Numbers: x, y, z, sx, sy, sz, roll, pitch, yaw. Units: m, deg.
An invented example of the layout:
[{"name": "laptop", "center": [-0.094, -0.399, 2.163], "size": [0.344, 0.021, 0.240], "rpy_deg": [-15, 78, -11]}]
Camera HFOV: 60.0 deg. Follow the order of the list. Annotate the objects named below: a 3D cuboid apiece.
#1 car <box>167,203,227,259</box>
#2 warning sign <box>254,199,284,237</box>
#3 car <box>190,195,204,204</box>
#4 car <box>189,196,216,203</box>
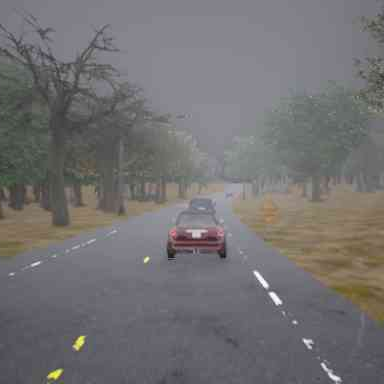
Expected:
[{"name": "car", "center": [0.237, 1.488, 13.324], "size": [2.097, 1.767, 4.553], "rpy_deg": [0, -1, 2]}, {"name": "warning sign", "center": [3.878, 1.288, 16.815], "size": [1.300, 1.860, 1.060], "rpy_deg": [0, 0, 2]}, {"name": "car", "center": [1.069, 1.496, 66.324], "size": [2.128, 1.511, 4.902], "rpy_deg": [0, 1, 8]}, {"name": "car", "center": [0.830, 1.452, 27.367], "size": [2.150, 2.045, 5.566], "rpy_deg": [0, 0, 4]}]
